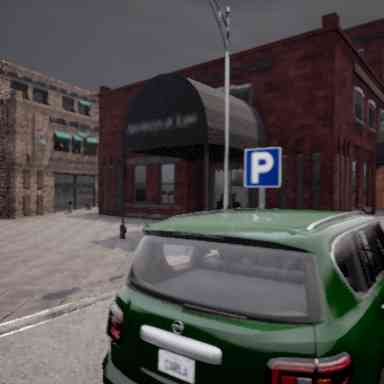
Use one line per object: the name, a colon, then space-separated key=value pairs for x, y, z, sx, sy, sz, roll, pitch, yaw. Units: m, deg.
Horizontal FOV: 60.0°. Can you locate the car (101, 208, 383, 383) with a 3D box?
car: x=1.454 y=1.229 z=4.352 sx=2.435 sy=2.045 sz=5.566 roll=0 pitch=0 yaw=36
